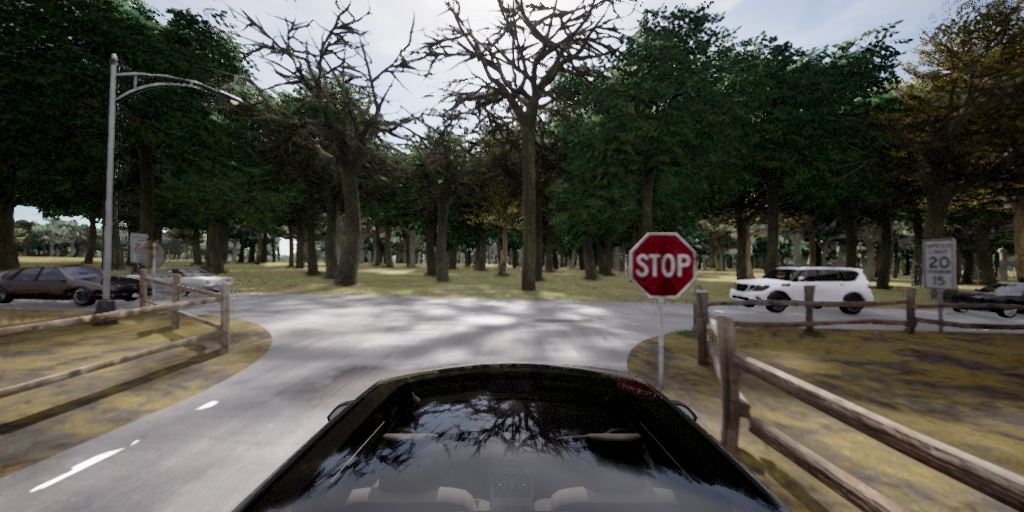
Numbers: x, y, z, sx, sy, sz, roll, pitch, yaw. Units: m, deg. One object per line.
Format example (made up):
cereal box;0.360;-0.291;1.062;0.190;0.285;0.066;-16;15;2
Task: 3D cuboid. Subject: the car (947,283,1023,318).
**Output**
car;23.207;1.974;16.464;5.008;1.535;1.882;1;-1;0

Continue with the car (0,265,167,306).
car;-16.905;1.060;13.620;5.357;1.411;2.033;1;-1;0

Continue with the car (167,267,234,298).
car;-15.935;1.175;16.645;4.718;1.301;1.895;1;-1;0

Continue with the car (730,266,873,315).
car;13.175;1.480;16.478;5.566;2.045;2.150;1;-1;-1
